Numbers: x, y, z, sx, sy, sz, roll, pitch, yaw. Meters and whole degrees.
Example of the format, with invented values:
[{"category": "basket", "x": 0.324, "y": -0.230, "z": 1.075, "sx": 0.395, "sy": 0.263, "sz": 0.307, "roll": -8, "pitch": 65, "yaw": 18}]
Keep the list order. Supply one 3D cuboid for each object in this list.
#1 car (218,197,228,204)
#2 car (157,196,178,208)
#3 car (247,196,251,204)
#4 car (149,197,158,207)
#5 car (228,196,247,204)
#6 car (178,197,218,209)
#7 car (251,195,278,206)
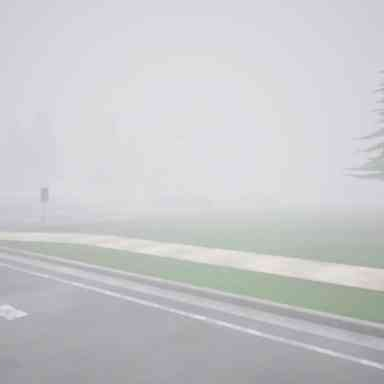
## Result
[{"category": "car", "x": 6.392, "y": 1.530, "z": 62.486, "sx": 1.895, "sy": 1.301, "sz": 4.718, "roll": 0, "pitch": 0, "yaw": 36}, {"category": "car", "x": -1.874, "y": 1.438, "z": 45.432, "sx": 2.033, "sy": 1.411, "sz": 5.357, "roll": 0, "pitch": 0, "yaw": 36}, {"category": "car", "x": 12.077, "y": 1.310, "z": 58.399, "sx": 2.097, "sy": 1.767, "sz": 4.553, "roll": 0, "pitch": 0, "yaw": 36}, {"category": "car", "x": -4.170, "y": 1.368, "z": 48.204, "sx": 2.128, "sy": 1.511, "sz": 4.902, "roll": 0, "pitch": 0, "yaw": 36}, {"category": "car", "x": 9.234, "y": 1.419, "z": 60.443, "sx": 2.128, "sy": 1.511, "sz": 4.902, "roll": 0, "pitch": 0, "yaw": 36}, {"category": "car", "x": 0.906, "y": 1.395, "z": 43.301, "sx": 2.128, "sy": 1.511, "sz": 4.902, "roll": 0, "pitch": 0, "yaw": 36}, {"category": "car", "x": 11.805, "y": 1.465, "z": 52.192, "sx": 2.033, "sy": 1.411, "sz": 5.357, "roll": 0, "pitch": 0, "yaw": 37}]
